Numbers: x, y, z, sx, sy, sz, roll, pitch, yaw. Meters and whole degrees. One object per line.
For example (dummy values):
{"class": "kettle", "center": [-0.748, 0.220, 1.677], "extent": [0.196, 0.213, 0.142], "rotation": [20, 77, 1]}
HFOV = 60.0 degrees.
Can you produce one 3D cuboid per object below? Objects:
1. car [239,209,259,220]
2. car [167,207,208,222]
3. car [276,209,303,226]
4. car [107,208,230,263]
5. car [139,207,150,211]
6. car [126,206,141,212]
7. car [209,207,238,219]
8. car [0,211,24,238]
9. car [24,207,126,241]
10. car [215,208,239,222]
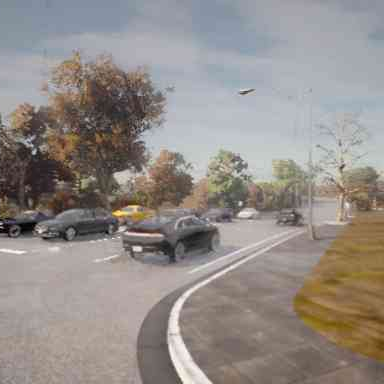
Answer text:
{"class": "car", "center": [7.438, 2.895, 43.569], "extent": [1.812, 1.442, 4.674], "rotation": [0, -3, 27]}
{"class": "car", "center": [-0.375, 2.416, 36.012], "extent": [2.033, 1.411, 5.357], "rotation": [0, -3, 27]}
{"class": "car", "center": [9.215, 2.345, 31.298], "extent": [2.128, 1.511, 4.902], "rotation": [0, -3, 27]}
{"class": "car", "center": [-0.561, 1.561, 12.321], "extent": [2.128, 1.511, 4.902], "rotation": [0, -1, 27]}
{"class": "car", "center": [-1.694, 2.006, 25.722], "extent": [1.895, 1.301, 4.718], "rotation": [0, -2, 27]}
{"class": "car", "center": [-4.881, 1.884, 27.182], "extent": [1.882, 1.535, 5.008], "rotation": [0, -2, 27]}
{"class": "car", "center": [4.363, 2.872, 45.240], "extent": [2.128, 1.511, 4.902], "rotation": [0, -3, 27]}
{"class": "car", "center": [-9.137, 1.729, 18.874], "extent": [1.895, 1.301, 4.718], "rotation": [0, -1, 28]}
{"class": "car", "center": [-5.886, 1.631, 17.504], "extent": [1.837, 1.490, 4.892], "rotation": [0, -1, 27]}
{"class": "car", "center": [2.728, 2.408, 34.412], "extent": [2.033, 1.411, 5.357], "rotation": [0, -3, 27]}
